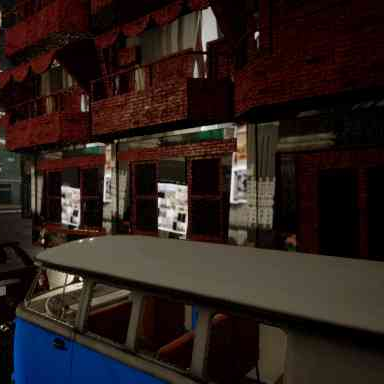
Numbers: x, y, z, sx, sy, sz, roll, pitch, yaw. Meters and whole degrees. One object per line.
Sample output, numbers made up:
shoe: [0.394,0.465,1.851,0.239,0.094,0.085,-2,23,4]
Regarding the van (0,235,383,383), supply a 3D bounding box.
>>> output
van: [0.184,1.341,2.604,3.998,1.788,1.690,0,-1,36]
